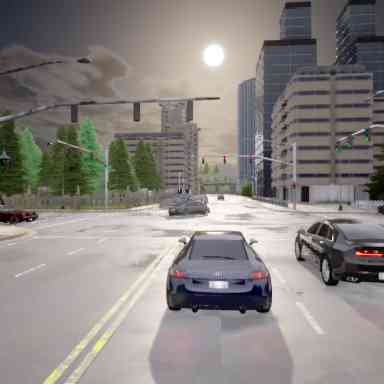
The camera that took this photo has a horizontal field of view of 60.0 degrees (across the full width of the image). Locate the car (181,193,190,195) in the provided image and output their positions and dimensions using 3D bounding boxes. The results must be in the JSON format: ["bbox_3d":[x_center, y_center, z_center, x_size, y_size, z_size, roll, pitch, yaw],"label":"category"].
[{"bbox_3d":[-1.389,1.236,64.910,2.150,2.045,5.566,0,0,5],"label":"car"}]

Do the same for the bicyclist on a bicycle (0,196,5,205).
[{"bbox_3d":[-22.301,1.309,38.969,0.582,1.620,1.656,0,0,5],"label":"bicyclist on a bicycle"}]

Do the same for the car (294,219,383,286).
[{"bbox_3d":[4.235,1.507,9.340,1.837,1.490,4.892,0,0,5],"label":"car"}]

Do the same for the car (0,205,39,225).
[{"bbox_3d":[-13.446,1.606,23.593,4.718,1.301,1.895,0,0,8],"label":"car"}]

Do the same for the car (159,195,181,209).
[{"bbox_3d":[-3.145,1.557,44.735,2.033,1.411,5.357,0,0,5],"label":"car"}]

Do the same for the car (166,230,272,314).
[{"bbox_3d":[0.601,1.566,7.724,1.994,1.385,4.181,0,0,4],"label":"car"}]

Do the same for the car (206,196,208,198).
[{"bbox_3d":[1.508,1.365,58.037,2.097,1.767,4.553,0,0,5],"label":"car"}]

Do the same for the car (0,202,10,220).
[{"bbox_3d":[-17.728,1.570,27.570,4.181,1.385,1.994,0,0,5],"label":"car"}]

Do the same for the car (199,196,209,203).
[{"bbox_3d":[2.452,1.520,68.407,1.837,1.490,4.892,0,0,5],"label":"car"}]

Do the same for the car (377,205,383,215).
[{"bbox_3d":[20.375,1.485,31.609,5.008,1.535,1.882,0,0,5],"label":"car"}]

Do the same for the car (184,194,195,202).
[{"bbox_3d":[-0.507,1.372,74.861,2.097,1.767,4.553,0,0,5],"label":"car"}]

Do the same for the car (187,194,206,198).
[{"bbox_3d":[0.724,1.516,48.947,1.837,1.490,4.892,0,0,5],"label":"car"}]

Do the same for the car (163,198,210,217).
[{"bbox_3d":[-0.255,1.571,31.352,4.181,1.385,1.994,0,0,-42],"label":"car"}]

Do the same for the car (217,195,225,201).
[{"bbox_3d":[7.443,1.519,85.842,1.837,1.490,4.892,0,0,5],"label":"car"}]

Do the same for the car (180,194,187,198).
[{"bbox_3d":[-2.293,1.560,54.773,2.033,1.411,5.357,0,0,5],"label":"car"}]
